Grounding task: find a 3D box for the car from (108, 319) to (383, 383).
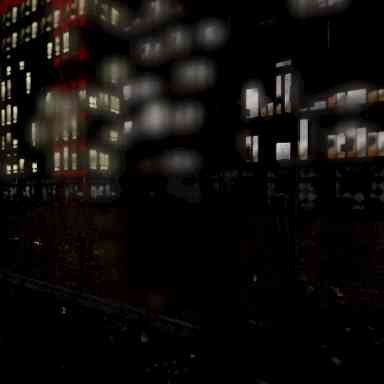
[{"bbox_3d":[1.224,1.566,1.997,4.313,1.339,1.947,0,0,36],"label":"car"}]
